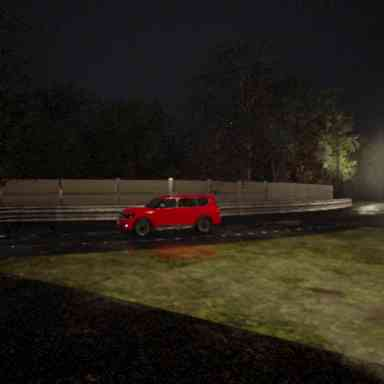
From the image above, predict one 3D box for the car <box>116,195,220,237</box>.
[{"bbox_3d":[-1.184,1.173,17.756,5.566,2.045,2.150,0,0,-23],"label":"car"}]
